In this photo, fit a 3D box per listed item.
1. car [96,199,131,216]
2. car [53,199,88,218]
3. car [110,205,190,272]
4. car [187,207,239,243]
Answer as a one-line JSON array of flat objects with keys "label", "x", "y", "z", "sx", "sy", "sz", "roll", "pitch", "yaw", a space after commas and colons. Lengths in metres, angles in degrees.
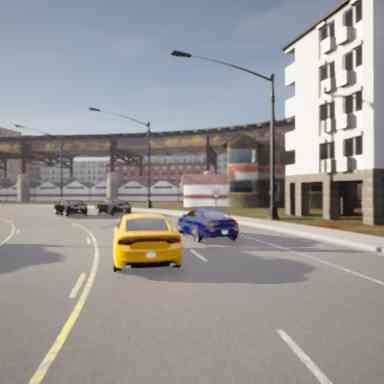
[{"label": "car", "x": -7.298, "y": 1.379, "z": 30.690, "sx": 2.128, "sy": 1.511, "sz": 4.902, "roll": 0, "pitch": 0, "yaw": -37}, {"label": "car", "x": -10.893, "y": 1.399, "z": 29.652, "sx": 2.128, "sy": 1.511, "sz": 4.902, "roll": -1, "pitch": 1, "yaw": -39}, {"label": "car", "x": -1.596, "y": 1.432, "z": 10.862, "sx": 1.882, "sy": 1.535, "sz": 5.008, "roll": 0, "pitch": 0, "yaw": -13}, {"label": "car", "x": 0.644, "y": 1.446, "z": 15.703, "sx": 1.812, "sy": 1.442, "sz": 4.674, "roll": 0, "pitch": 0, "yaw": -17}]
